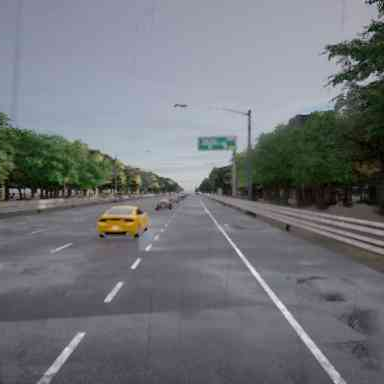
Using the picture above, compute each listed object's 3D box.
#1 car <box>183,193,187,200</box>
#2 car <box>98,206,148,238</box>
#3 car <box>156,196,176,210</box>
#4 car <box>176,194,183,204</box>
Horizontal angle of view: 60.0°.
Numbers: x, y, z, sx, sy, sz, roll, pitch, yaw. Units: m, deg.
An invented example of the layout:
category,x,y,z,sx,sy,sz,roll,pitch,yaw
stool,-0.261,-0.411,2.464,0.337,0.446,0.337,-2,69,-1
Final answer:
category,x,y,z,sx,sy,sz,roll,pitch,yaw
car,-3.211,1.422,93.089,1.882,1.535,5.008,0,0,0
car,-3.489,1.480,17.578,1.882,1.535,5.008,0,0,0
car,-3.421,1.515,41.856,1.812,1.442,4.674,0,0,0
car,-3.325,1.514,65.019,2.033,1.411,5.357,0,0,0
